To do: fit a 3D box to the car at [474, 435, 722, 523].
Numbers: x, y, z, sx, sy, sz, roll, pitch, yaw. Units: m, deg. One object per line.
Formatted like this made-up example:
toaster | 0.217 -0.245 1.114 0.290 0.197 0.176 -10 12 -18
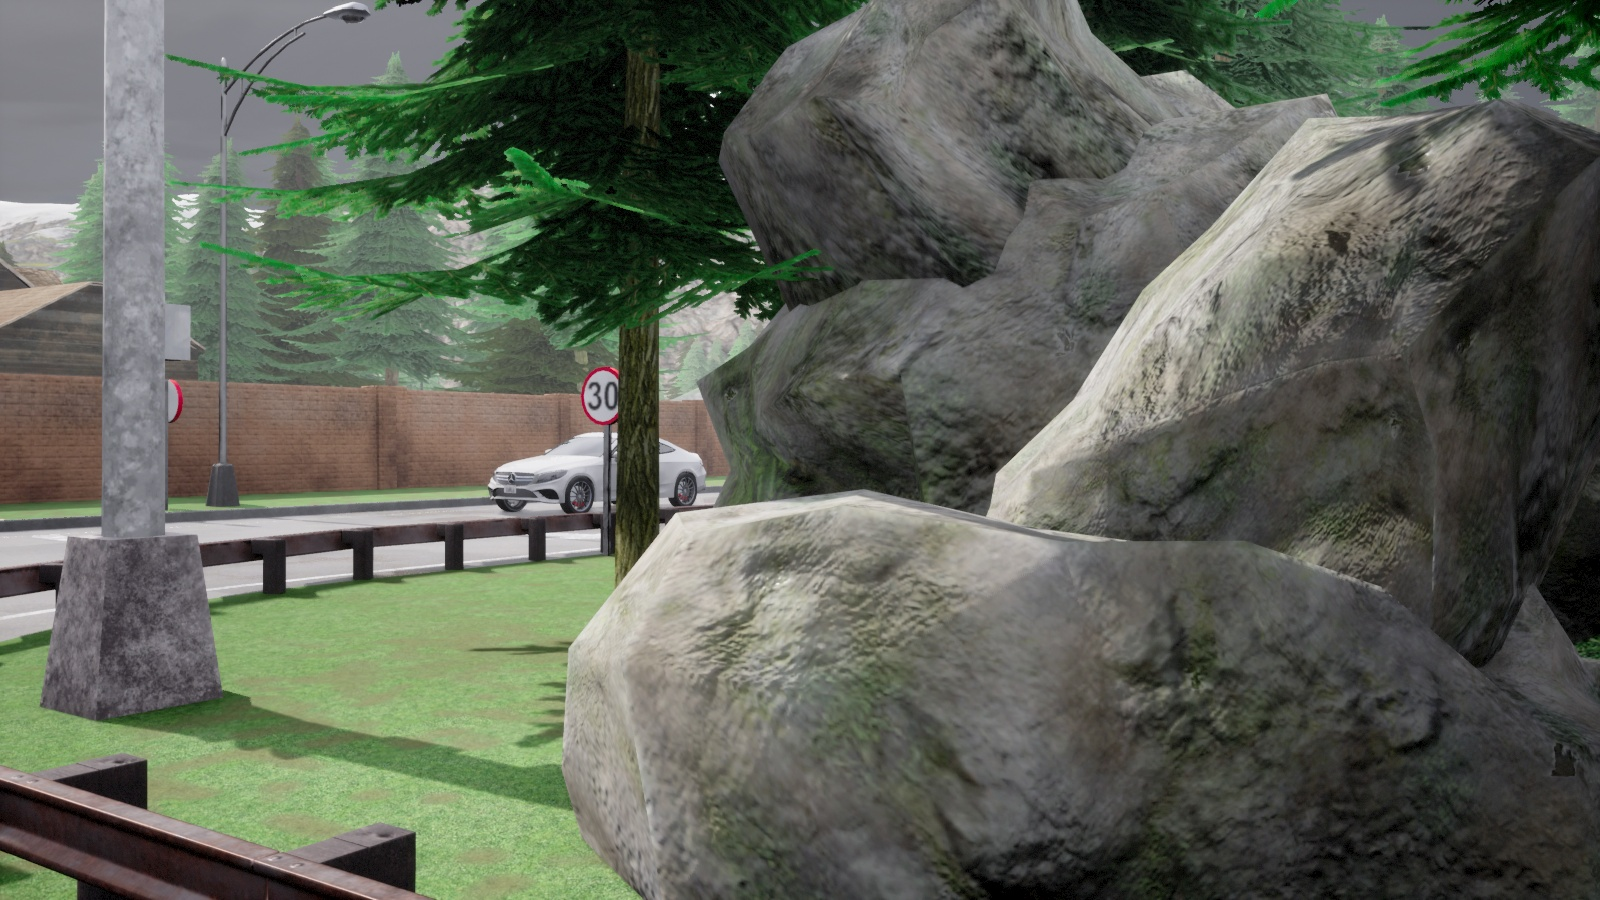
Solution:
car | -3.608 0.457 23.271 1.812 1.442 4.674 0 1 34
